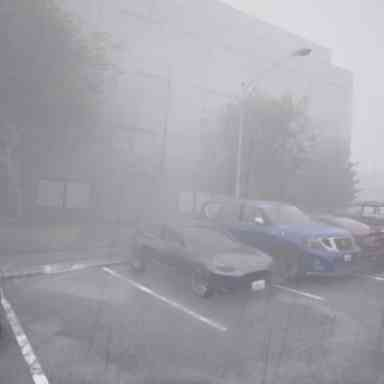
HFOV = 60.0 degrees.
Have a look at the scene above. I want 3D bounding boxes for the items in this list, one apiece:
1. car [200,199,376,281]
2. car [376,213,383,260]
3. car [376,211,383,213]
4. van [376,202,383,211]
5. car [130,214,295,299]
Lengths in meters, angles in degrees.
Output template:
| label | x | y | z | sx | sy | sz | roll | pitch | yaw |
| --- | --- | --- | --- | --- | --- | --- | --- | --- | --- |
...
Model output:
| label | x | y | z | sx | sy | sz | roll | pitch | yaw |
| --- | --- | --- | --- | --- | --- | --- | --- | --- | --- |
| car | 2.294 | 1.288 | 10.560 | 2.435 | 2.045 | 5.566 | 1 | 0 | -35 |
| car | 4.504 | 1.564 | 12.167 | 2.097 | 1.535 | 5.008 | 1 | 0 | -36 |
| car | 6.793 | 1.635 | 13.834 | 2.163 | 1.488 | 4.792 | 1 | -1 | -35 |
| van | 9.016 | 1.443 | 15.524 | 1.878 | 1.987 | 4.442 | 1 | -1 | -35 |
| car | 0.017 | 1.548 | 8.939 | 2.163 | 1.488 | 4.792 | 1 | 0 | -35 |
